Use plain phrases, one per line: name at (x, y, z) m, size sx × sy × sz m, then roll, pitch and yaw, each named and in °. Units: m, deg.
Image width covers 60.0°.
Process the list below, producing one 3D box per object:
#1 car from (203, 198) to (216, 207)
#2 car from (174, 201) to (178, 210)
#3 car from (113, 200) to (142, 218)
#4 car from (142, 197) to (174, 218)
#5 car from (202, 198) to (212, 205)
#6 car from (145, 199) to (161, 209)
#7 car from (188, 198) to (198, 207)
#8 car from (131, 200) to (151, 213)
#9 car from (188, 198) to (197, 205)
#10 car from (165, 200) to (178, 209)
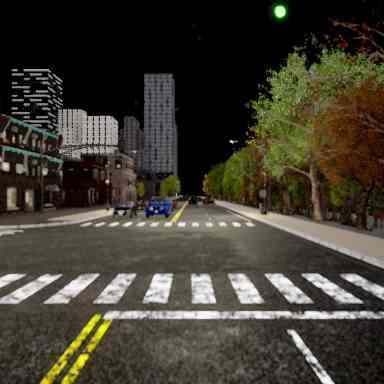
car at (3.425, 2.008, 63.157) m, size 2.128 × 1.511 × 4.902 m, roll 0°, pitch 0°, yaw 0°
car at (-3.298, 1.852, 43.875) m, size 2.128 × 1.511 × 4.902 m, roll 0°, pitch -1°, yaw 0°
car at (-6.563, 1.764, 33.142) m, size 2.128 × 1.511 × 4.902 m, roll 0°, pitch 0°, yaw 0°
car at (-3.312, 1.499, 33.591) m, size 2.150 × 2.045 × 5.566 m, roll 0°, pitch -1°, yaw 0°
car at (3.334, 2.076, 73.426) m, size 1.882 × 1.535 × 5.008 m, roll 0°, pitch 0°, yaw 0°
car at (-6.518, 1.946, 56.143) m, size 2.128 × 1.511 × 4.902 m, roll 0°, pitch 0°, yaw 0°
car at (0.176, 2.031, 64.421) m, size 1.837 × 1.490 × 4.892 m, roll 0°, pitch 0°, yaw 0°
car at (-6.550, 1.860, 43.366) m, size 1.837 × 1.490 × 4.892 m, roll 0°, pitch 0°, yaw 0°
car at (0.099, 2.133, 74.758) m, size 1.812 × 1.442 × 4.674 m, roll 0°, pitch 0°, yaw 0°
car at (-3.276, 2.042, 53.941) m, size 1.895 × 1.301 × 4.718 m, roll 0°, pitch 0°, yaw 0°
